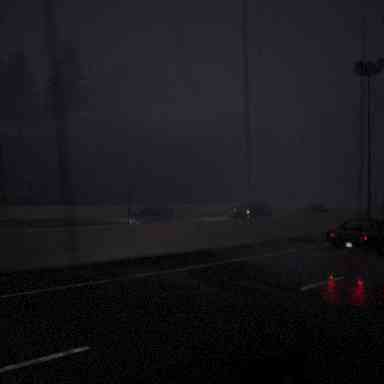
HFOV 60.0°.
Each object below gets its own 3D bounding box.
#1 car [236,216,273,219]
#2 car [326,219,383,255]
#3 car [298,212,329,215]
[{"bbox_3d":[5.881,1.732,31.726,4.553,1.767,2.097,1,-1,-44],"label":"car"},{"bbox_3d":[7.854,1.808,14.456,4.718,1.301,1.895,1,-1,-40],"label":"car"},{"bbox_3d":[11.595,1.916,32.370,2.128,1.511,4.902,0,-1,45],"label":"car"}]
